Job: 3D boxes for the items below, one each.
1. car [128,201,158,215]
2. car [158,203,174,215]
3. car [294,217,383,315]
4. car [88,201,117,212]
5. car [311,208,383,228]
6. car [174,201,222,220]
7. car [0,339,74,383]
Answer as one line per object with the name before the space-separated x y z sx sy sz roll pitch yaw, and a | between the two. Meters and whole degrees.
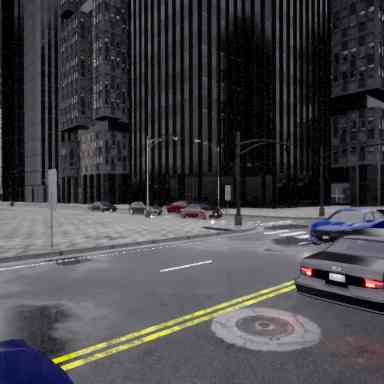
car | -5.151 1.781 36.486 1.837 1.490 4.892 0 0 -42
car | -1.183 1.713 36.776 1.882 1.535 5.008 0 0 -41
car | 4.412 1.547 7.508 5.357 1.411 2.033 0 0 -42
car | -11.945 1.929 44.087 2.033 1.411 5.357 0 0 -42
car | 6.996 1.478 14.458 5.008 1.535 1.882 0 0 -42
car | 0.697 1.750 29.944 1.994 1.385 4.181 0 0 -43
car | -2.676 1.601 1.154 4.718 1.301 1.895 0 0 -42
